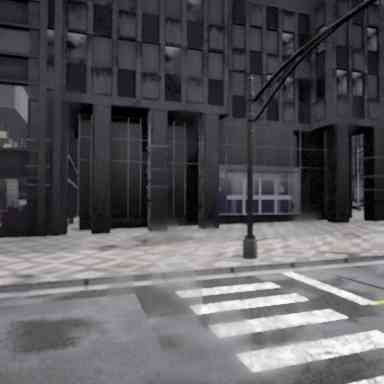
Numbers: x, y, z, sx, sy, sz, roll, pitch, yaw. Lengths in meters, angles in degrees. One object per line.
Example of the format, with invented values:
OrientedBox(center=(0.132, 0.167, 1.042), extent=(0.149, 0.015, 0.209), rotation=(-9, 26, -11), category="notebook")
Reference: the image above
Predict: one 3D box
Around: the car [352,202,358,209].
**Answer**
OrientedBox(center=(22.244, 1.859, 48.907), extent=(1.994, 1.385, 4.181), rotation=(1, -1, -16), category="car")
